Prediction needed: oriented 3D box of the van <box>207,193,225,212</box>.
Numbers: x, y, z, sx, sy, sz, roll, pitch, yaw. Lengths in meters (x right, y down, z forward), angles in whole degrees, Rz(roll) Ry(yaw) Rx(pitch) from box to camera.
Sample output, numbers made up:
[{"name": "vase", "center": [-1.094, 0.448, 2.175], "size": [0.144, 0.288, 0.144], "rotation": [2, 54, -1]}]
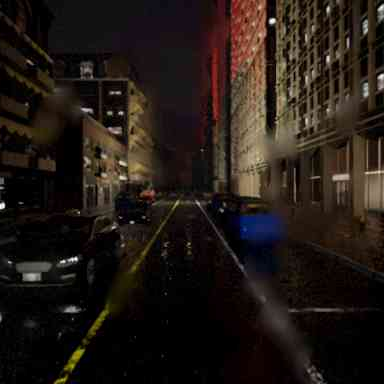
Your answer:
[{"name": "van", "center": [2.347, 0.970, 25.678], "size": [1.690, 1.788, 3.998], "rotation": [0, 1, -1]}]

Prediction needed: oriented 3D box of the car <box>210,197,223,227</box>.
[{"name": "car", "center": [2.427, 1.255, 20.033], "size": [2.008, 1.369, 4.403], "rotation": [0, 1, -1]}]

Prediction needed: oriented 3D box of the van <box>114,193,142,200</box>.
[{"name": "van", "center": [-6.112, 0.958, 31.209], "size": [1.690, 1.788, 3.998], "rotation": [0, 1, -1]}]

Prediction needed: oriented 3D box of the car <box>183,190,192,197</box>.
[{"name": "car", "center": [-1.087, 0.338, 78.945], "size": [1.994, 1.385, 4.181], "rotation": [0, 1, -1]}]

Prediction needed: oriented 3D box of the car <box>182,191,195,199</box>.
[{"name": "car", "center": [-0.941, 0.591, 68.529], "size": [2.128, 1.511, 4.902], "rotation": [0, 1, -1]}]

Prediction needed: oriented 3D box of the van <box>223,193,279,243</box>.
[{"name": "van", "center": [2.504, 1.122, 14.383], "size": [1.690, 1.788, 3.998], "rotation": [0, 1, -1]}]

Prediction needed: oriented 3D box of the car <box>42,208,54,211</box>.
[{"name": "car", "center": [-5.874, 1.396, 14.270], "size": [2.008, 1.369, 4.403], "rotation": [0, 1, -1]}]

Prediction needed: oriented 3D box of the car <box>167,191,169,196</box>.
[{"name": "car", "center": [-6.739, 0.555, 76.222], "size": [1.752, 1.417, 4.829], "rotation": [0, 1, -1]}]

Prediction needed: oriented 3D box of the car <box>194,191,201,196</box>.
[{"name": "car", "center": [1.480, 0.404, 87.805], "size": [1.802, 1.307, 4.206], "rotation": [0, 1, -1]}]

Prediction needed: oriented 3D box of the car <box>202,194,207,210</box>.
[{"name": "car", "center": [2.269, 1.119, 31.328], "size": [1.947, 1.339, 4.313], "rotation": [0, 1, -1]}]

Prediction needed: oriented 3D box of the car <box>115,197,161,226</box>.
[{"name": "car", "center": [-3.368, 1.279, 21.186], "size": [2.033, 1.411, 5.357], "rotation": [0, 1, -1]}]

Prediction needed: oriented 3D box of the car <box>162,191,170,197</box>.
[{"name": "car", "center": [-6.899, 0.431, 87.688], "size": [1.887, 1.381, 4.507], "rotation": [0, 1, -1]}]

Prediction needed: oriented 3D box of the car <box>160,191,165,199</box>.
[{"name": "car", "center": [-6.504, 0.811, 59.450], "size": [1.947, 1.339, 4.313], "rotation": [0, 1, -1]}]

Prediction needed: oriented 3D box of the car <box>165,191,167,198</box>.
[{"name": "car", "center": [-6.583, 0.723, 65.097], "size": [2.008, 1.369, 4.403], "rotation": [0, 1, -1]}]

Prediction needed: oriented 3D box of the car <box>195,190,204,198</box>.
[{"name": "car", "center": [1.717, 0.617, 70.861], "size": [1.802, 1.307, 4.206], "rotation": [0, 1, -1]}]

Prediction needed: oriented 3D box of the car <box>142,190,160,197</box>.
[{"name": "car", "center": [-6.349, 0.708, 48.152], "size": [2.192, 1.841, 5.009], "rotation": [0, 1, -1]}]

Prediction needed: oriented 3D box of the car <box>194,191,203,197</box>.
[{"name": "car", "center": [1.560, 0.459, 82.156], "size": [1.947, 1.339, 4.313], "rotation": [0, 1, -1]}]

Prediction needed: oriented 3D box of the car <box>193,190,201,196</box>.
[{"name": "car", "center": [1.401, 0.193, 93.450], "size": [1.967, 1.590, 4.097], "rotation": [0, 1, -1]}]

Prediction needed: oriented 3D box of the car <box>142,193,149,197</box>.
[{"name": "car", "center": [-6.189, 1.124, 36.860], "size": [1.802, 1.307, 4.206], "rotation": [0, 1, -1]}]

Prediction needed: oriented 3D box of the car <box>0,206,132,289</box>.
[{"name": "car", "center": [-3.210, 1.388, 9.041], "size": [2.128, 1.511, 4.902], "rotation": [0, 1, -1]}]
